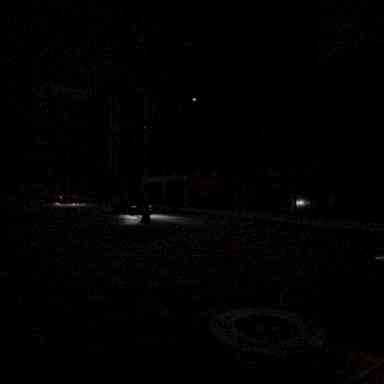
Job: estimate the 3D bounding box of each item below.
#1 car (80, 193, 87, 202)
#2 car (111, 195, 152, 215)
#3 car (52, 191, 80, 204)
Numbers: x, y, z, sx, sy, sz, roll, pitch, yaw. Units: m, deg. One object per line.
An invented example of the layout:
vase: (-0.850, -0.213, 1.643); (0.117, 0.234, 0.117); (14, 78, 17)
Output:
car: (-17.370, 0.835, 49.804); (1.895, 1.301, 4.718); (0, 0, -35)
car: (-5.061, 1.022, 27.286); (1.837, 1.490, 4.892); (0, 1, -35)
car: (-17.143, 0.608, 44.548); (2.097, 1.767, 4.553); (0, 0, -35)
